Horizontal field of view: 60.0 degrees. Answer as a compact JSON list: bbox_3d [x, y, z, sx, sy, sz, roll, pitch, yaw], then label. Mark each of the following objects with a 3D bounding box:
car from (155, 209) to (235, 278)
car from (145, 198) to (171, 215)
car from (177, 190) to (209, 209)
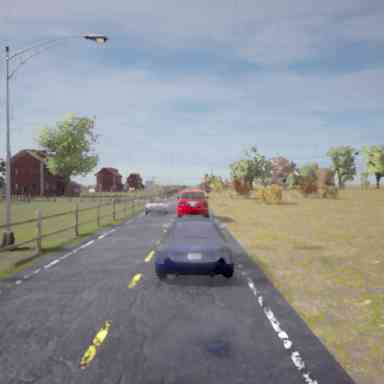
[{"bbox_3d":[0.075,1.429,9.690,1.994,1.385,4.181,0,1,0],"label":"car"},{"bbox_3d":[-2.833,1.202,28.238,1.895,1.301,4.718,0,1,0],"label":"car"},{"bbox_3d":[0.073,0.881,24.315,2.150,2.045,5.566,0,1,0],"label":"car"}]
